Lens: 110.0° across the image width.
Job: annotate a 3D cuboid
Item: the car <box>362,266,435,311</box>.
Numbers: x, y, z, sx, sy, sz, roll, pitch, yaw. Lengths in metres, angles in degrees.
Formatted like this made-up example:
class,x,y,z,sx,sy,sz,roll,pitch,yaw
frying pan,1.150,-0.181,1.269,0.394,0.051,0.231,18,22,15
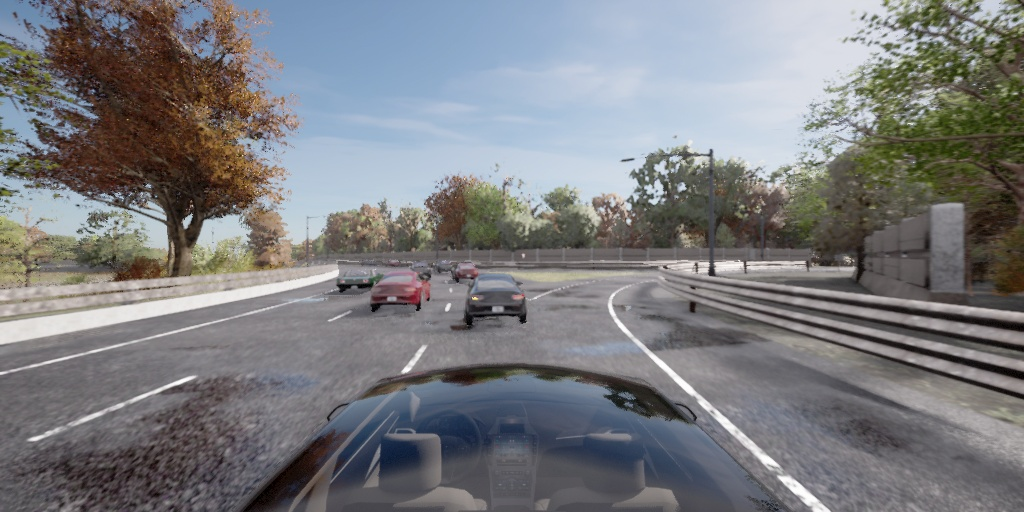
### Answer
class,x,y,z,sx,sy,sz,roll,pitch,yaw
car,-4.393,1.318,14.605,1.812,1.442,4.674,0,0,-7

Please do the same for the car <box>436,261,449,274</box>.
class,x,y,z,sx,sy,sz,roll,pitch,yaw
car,-8.578,1.359,44.269,2.128,1.511,4.902,0,0,-22

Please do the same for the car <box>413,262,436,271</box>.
class,x,y,z,sx,sy,sz,roll,pitch,yaw
car,-8.864,1.341,34.645,2.128,1.511,4.902,0,0,-17

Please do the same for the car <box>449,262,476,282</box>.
class,x,y,z,sx,sy,sz,roll,pitch,yaw
car,-3.889,1.347,29.661,1.812,1.442,4.674,0,0,-15

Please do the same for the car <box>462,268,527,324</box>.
class,x,y,z,sx,sy,sz,roll,pitch,yaw
car,-0.603,1.299,12.077,1.812,1.442,4.674,0,0,-5

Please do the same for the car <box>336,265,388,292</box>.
class,x,y,z,sx,sy,sz,roll,pitch,yaw
car,-9.082,1.425,21.874,1.895,1.301,4.718,0,0,-11
